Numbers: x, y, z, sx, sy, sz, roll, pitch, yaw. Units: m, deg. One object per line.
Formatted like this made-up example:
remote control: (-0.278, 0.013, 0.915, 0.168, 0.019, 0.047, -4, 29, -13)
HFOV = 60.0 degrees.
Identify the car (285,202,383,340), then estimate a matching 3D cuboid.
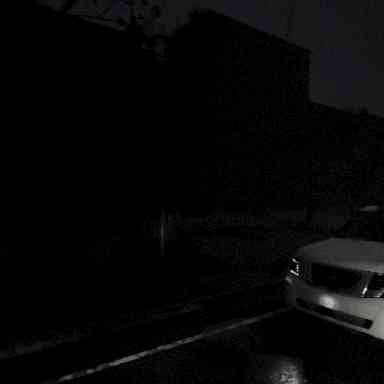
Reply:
car: (4.212, 1.229, 6.347, 5.566, 2.045, 2.150, 0, 0, -35)
